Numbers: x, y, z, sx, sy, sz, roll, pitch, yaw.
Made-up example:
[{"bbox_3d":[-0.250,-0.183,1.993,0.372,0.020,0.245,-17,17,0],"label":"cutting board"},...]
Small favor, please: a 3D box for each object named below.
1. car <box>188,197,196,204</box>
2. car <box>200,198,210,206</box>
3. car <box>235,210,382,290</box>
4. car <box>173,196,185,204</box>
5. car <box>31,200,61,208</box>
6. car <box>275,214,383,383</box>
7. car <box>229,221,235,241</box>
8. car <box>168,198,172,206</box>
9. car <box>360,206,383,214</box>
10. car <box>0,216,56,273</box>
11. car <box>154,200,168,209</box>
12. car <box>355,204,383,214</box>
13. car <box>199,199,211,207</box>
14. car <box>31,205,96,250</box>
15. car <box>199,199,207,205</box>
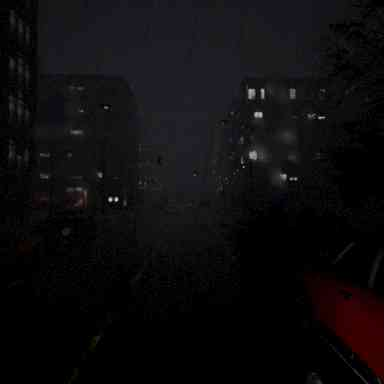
[{"bbox_3d":[-0.028,2.257,89.651,2.097,1.767,4.553,0,-1,0],"label":"car"},{"bbox_3d":[2.676,2.137,69.361,1.967,1.590,4.097,1,-1,0],"label":"car"},{"bbox_3d":[2.697,1.409,9.245,2.192,1.841,5.009,1,-1,0],"label":"car"},{"bbox_3d":[-3.028,2.085,85.492,2.150,2.045,5.566,0,-1,0],"label":"car"},{"bbox_3d":[-17.265,1.650,39.200,4.507,1.381,1.887,1,-2,0],"label":"car"},{"bbox_3d":[2.699,1.353,3.686,2.192,1.841,5.009,1,-1,0],"label":"car"},{"bbox_3d":[2.693,1.694,14.803,1.887,1.381,4.507,1,-1,0],"label":"car"},{"bbox_3d":[-5.706,2.241,69.371,1.887,1.381,4.507,1,-1,0],"label":"car"},{"bbox_3d":[20.834,2.147,39.531,4.097,1.590,1.967,1,-2,0],"label":"car"},{"bbox_3d":[-5.685,1.616,9.072,1.752,1.417,4.829,1,-1,0],"label":"car"},{"bbox_3d":[-5.701,2.108,58.155,1.752,1.417,4.829,1,-1,0],"label":"car"},{"bbox_3d":[26.242,2.481,47.883,4.829,1.417,1.752,1,-2,0],"label":"car"},{"bbox_3d":[2.677,2.186,63.836,1.887,1.381,4.507,1,-1,0],"label":"car"},{"bbox_3d":[-5.686,1.588,14.802,1.967,1.590,4.097,1,-1,0],"label":"car"},{"bbox_3d":[2.671,2.391,80.406,1.802,1.307,4.206,1,-1,0],"label":"car"}]
